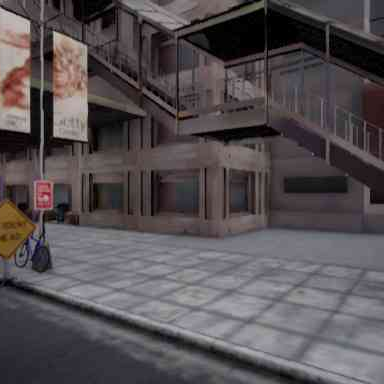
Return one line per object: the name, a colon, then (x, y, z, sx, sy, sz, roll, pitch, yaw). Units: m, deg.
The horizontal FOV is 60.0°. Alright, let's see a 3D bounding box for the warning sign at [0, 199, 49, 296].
warning sign: (-3.925, 1.088, 7.038, 1.060, 1.860, 1.300, 0, 0, 35)
